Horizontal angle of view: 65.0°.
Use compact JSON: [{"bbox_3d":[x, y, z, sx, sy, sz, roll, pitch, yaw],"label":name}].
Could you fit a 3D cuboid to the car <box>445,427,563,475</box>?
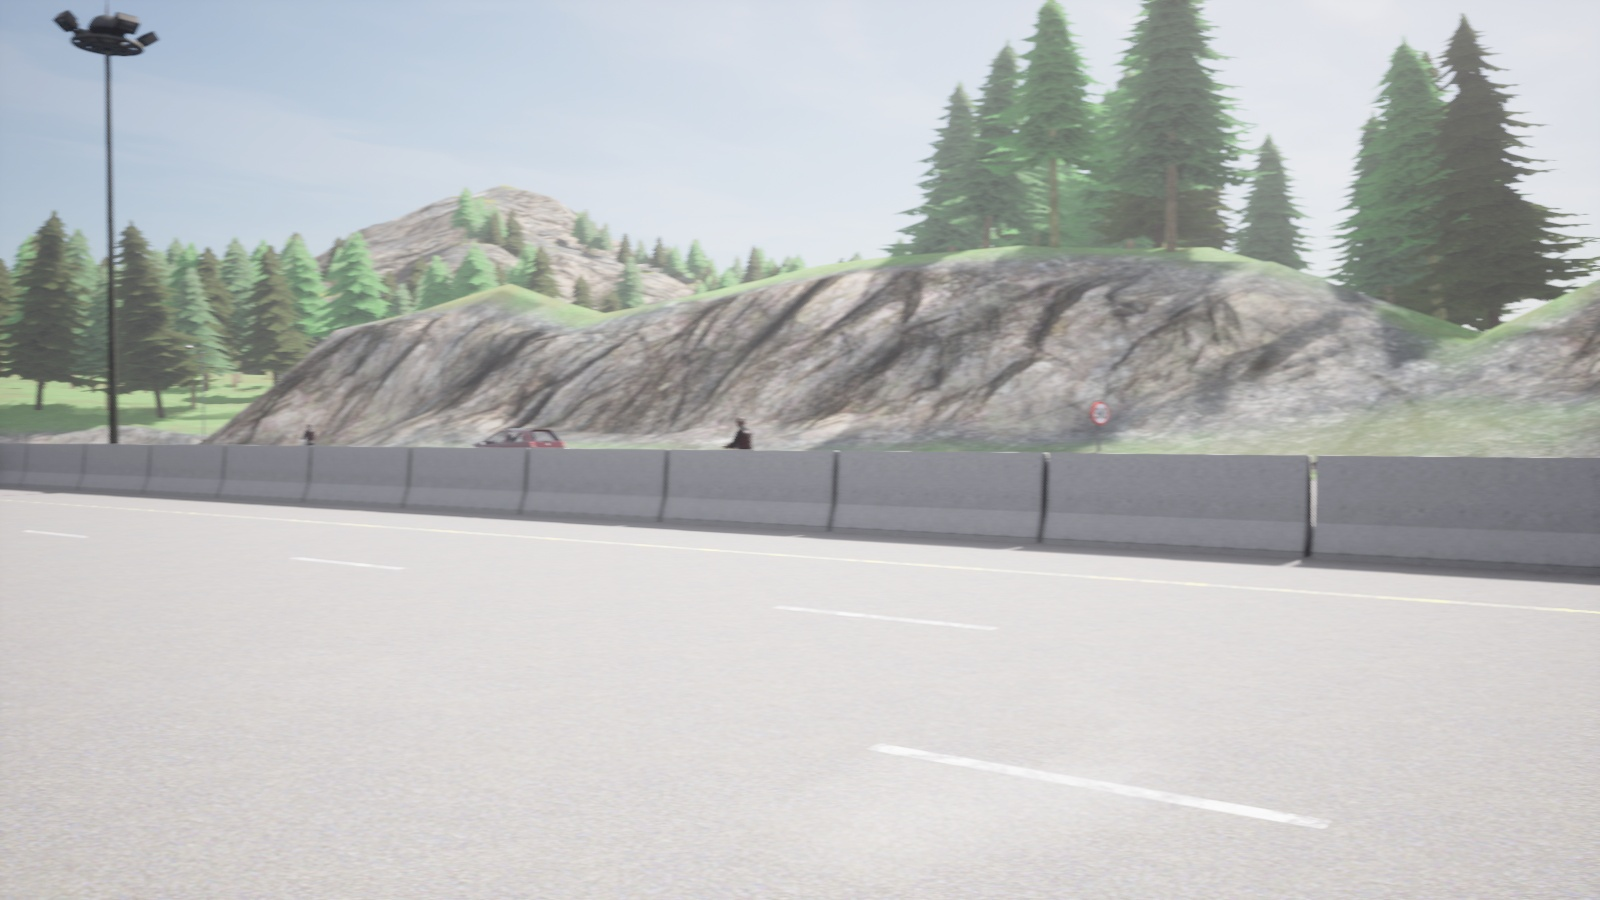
[{"bbox_3d":[-9.755,0.003,41.368,3.633,1.501,1.845,1,1,36],"label":"car"}]
